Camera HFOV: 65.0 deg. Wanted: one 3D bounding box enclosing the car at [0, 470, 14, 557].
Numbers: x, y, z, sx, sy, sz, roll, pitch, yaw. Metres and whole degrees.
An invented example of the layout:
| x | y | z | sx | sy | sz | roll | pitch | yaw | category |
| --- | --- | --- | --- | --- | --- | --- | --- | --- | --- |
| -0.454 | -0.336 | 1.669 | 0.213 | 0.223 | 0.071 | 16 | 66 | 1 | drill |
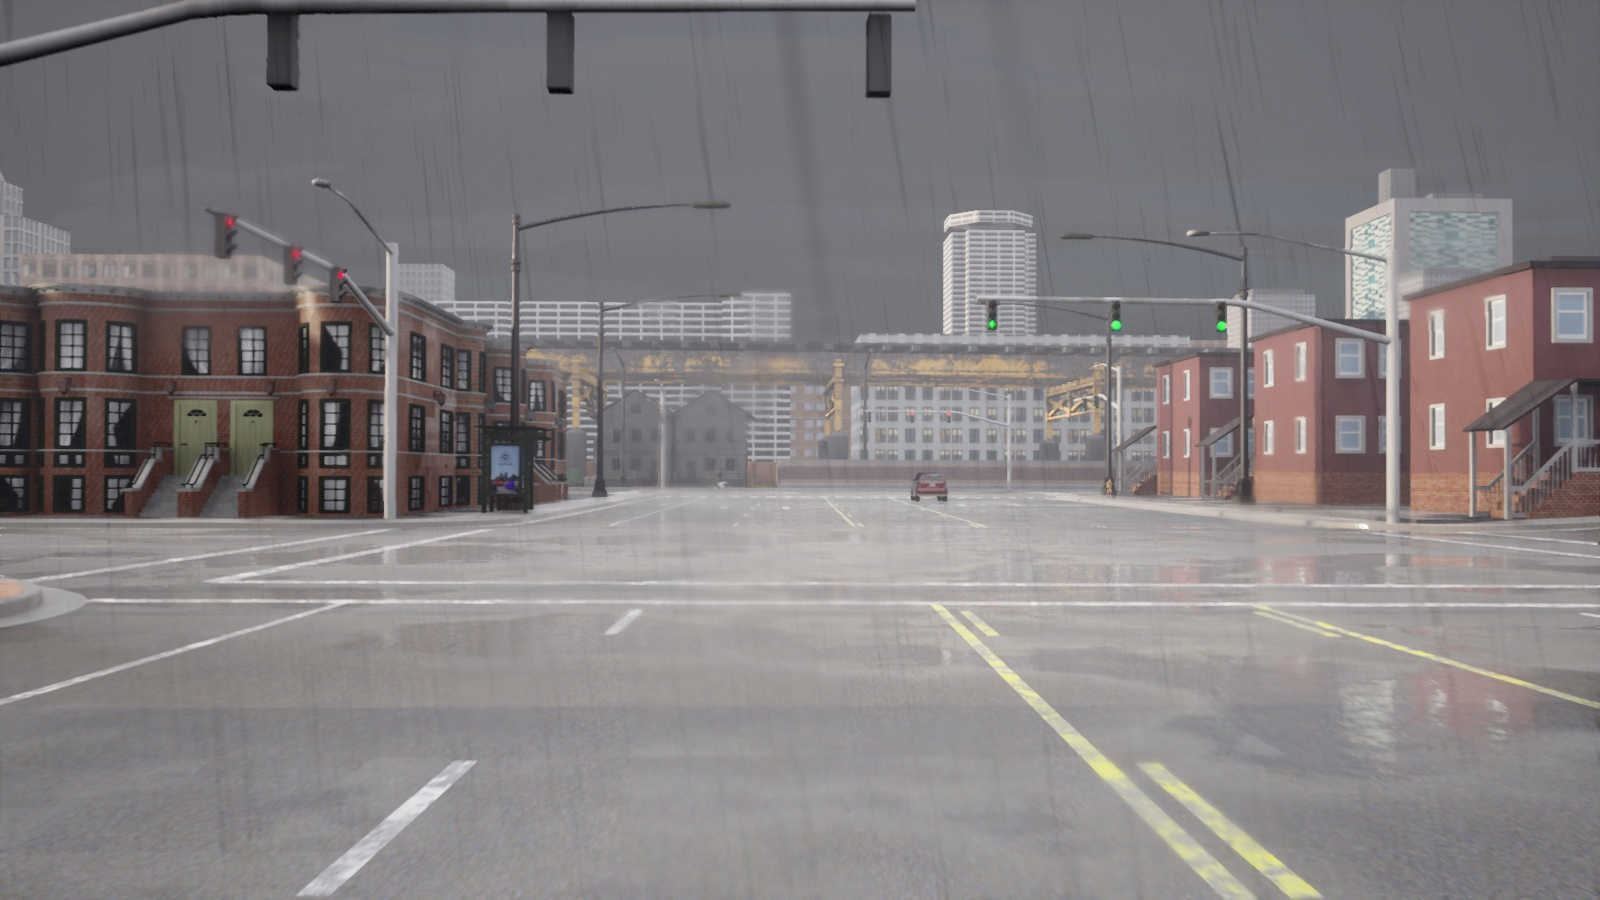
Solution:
| x | y | z | sx | sy | sz | roll | pitch | yaw | category |
| --- | --- | --- | --- | --- | --- | --- | --- | --- | --- |
| -17.652 | 1.205 | 23.284 | 4.856 | 1.649 | 2.033 | 0 | -1 | 0 | car |

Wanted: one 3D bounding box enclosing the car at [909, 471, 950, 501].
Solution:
| x | y | z | sx | sy | sz | roll | pitch | yaw | category |
| --- | --- | --- | --- | --- | --- | --- | --- | --- | --- |
| 6.838 | 1.883 | 66.702 | 1.789 | 1.549 | 3.705 | 0 | -1 | 0 | car |
